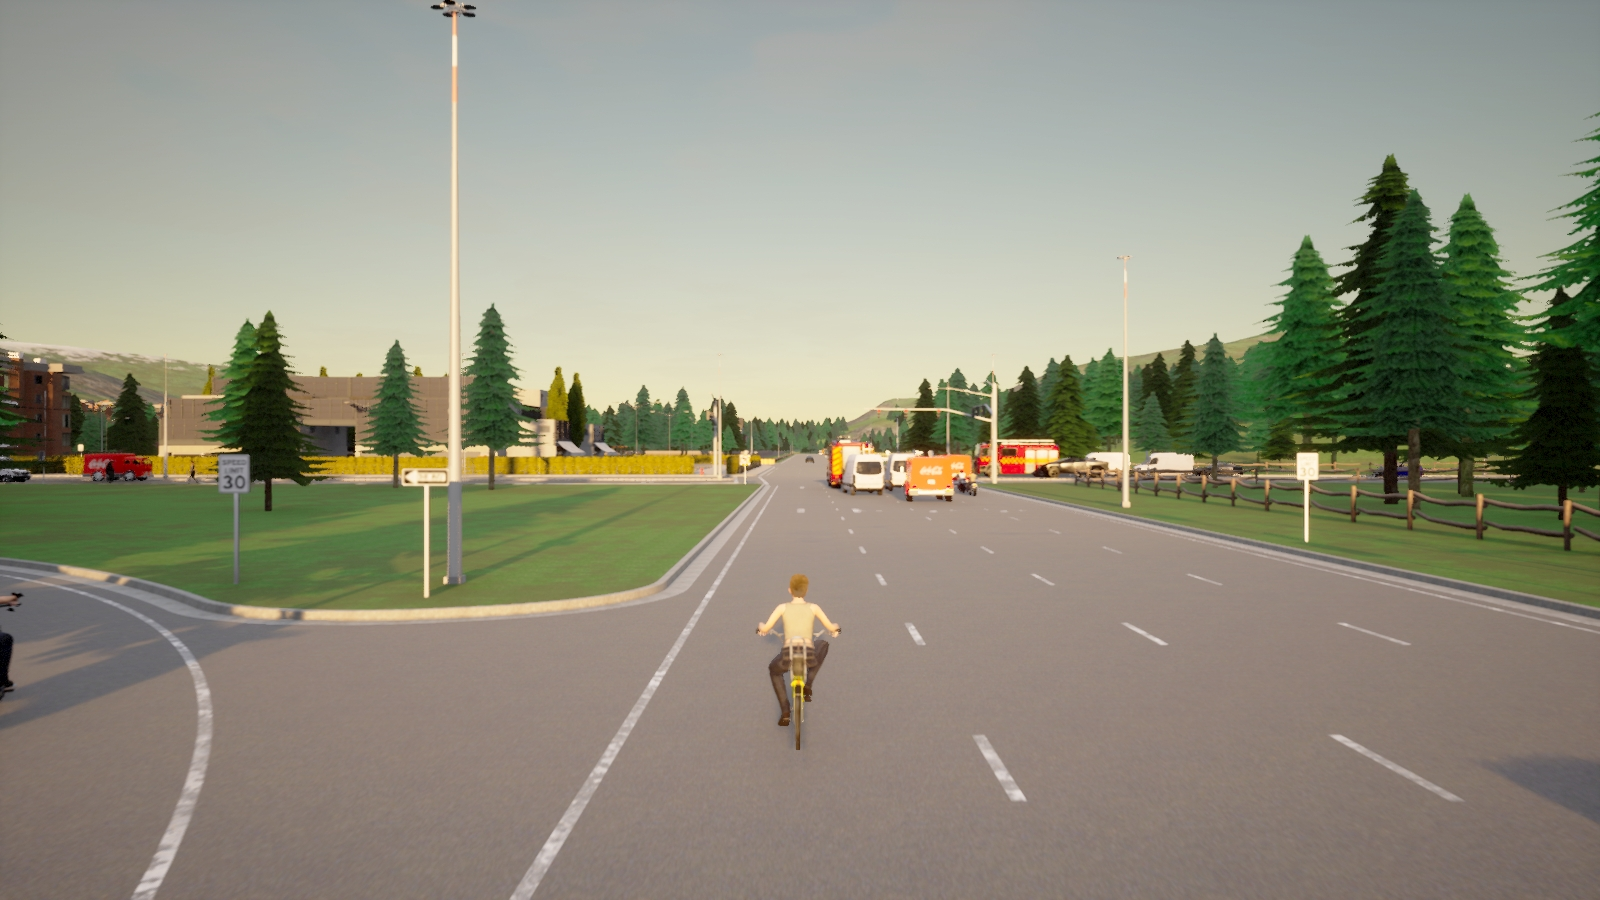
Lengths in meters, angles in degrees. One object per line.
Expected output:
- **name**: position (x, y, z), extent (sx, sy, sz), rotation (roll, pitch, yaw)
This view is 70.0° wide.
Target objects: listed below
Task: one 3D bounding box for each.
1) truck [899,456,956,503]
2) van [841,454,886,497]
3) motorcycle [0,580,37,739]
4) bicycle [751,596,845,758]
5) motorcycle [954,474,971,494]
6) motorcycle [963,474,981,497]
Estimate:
- **truck**: position (7.002, 1.573, 63.331), extent (2.627, 2.467, 5.204), rotation (0, 0, 0)
- **van**: position (3.935, 1.533, 71.963), extent (1.988, 2.561, 5.915), rotation (0, 0, -5)
- **motorcycle**: position (-8.593, 2.154, 11.956), extent (0.764, 1.307, 2.356), rotation (-1, 0, -28)
- **bicycle**: position (-0.015, 2.157, 11.125), extent (0.859, 1.276, 1.487), rotation (0, 0, 0)
- **motorcycle**: position (10.504, 2.184, 73.994), extent (0.803, 1.199, 2.033), rotation (0, 0, 0)
- **motorcycle**: position (10.506, 2.153, 69.802), extent (0.764, 1.307, 2.356), rotation (0, 0, 0)
